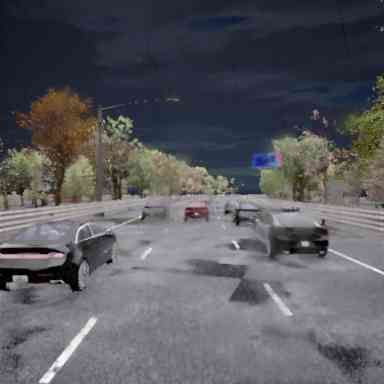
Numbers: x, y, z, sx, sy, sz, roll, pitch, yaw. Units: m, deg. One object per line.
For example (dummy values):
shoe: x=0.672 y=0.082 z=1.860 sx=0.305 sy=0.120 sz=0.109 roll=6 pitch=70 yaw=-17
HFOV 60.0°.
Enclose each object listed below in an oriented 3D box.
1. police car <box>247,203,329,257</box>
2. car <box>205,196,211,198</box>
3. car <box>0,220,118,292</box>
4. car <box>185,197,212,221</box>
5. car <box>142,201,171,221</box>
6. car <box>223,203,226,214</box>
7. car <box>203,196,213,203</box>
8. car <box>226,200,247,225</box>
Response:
police car: x=3.612 y=1.429 z=13.054 sx=1.930 sy=1.638 sz=5.238 roll=0 pitch=0 yaw=1
car: x=2.073 y=1.634 z=55.179 sx=1.895 sy=1.301 sz=4.718 roll=0 pitch=0 yaw=4
car: x=-3.327 y=1.488 z=8.926 sx=2.128 sy=1.511 sz=4.902 roll=0 pitch=0 yaw=1
car: x=0.449 y=1.484 z=27.298 sx=1.882 sy=1.535 sz=5.008 roll=0 pitch=0 yaw=3
car: x=-2.887 y=1.494 z=27.424 sx=2.128 sy=1.511 sz=4.902 roll=0 pitch=0 yaw=2
car: x=4.292 y=1.561 z=34.688 sx=2.033 sy=1.411 sz=5.357 roll=0 pitch=0 yaw=3
car: x=3.538 y=1.605 z=73.700 sx=2.033 sy=1.411 sz=5.357 roll=0 pitch=0 yaw=6
car: x=3.875 y=1.501 z=23.818 sx=2.128 sy=1.511 sz=4.902 roll=0 pitch=0 yaw=2
